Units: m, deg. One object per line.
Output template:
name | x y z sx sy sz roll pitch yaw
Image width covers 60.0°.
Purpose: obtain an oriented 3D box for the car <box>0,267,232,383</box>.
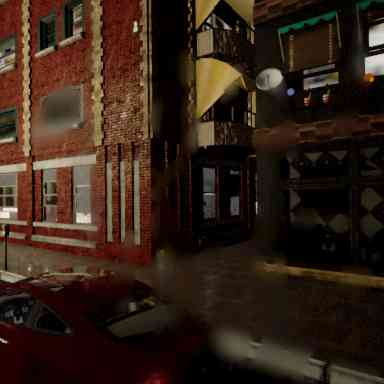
car | -1.551 1.583 3.959 4.206 1.307 1.802 0 -1 36
